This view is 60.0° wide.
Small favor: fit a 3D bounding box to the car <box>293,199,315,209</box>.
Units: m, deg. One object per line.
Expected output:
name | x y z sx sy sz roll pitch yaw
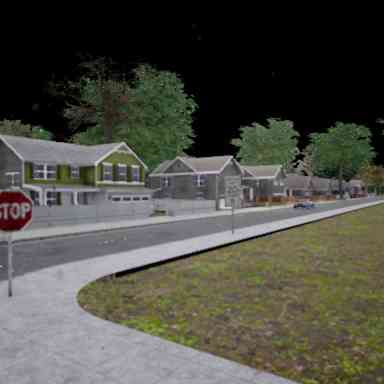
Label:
car | 15.468 1.629 45.772 1.994 1.385 4.181 -1 0 35
